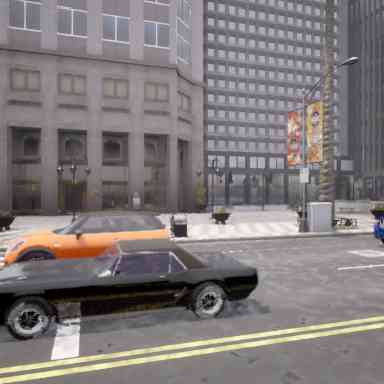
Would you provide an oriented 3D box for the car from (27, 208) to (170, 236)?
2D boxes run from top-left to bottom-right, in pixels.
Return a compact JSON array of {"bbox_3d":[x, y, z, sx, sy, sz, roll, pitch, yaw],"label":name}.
[{"bbox_3d":[-2.750,1.352,9.523,4.553,1.767,2.097,0,0,-17],"label":"car"}]

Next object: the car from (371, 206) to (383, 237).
[{"bbox_3d":[12.043,1.513,17.217,4.786,1.482,2.161,0,0,-17],"label":"car"}]

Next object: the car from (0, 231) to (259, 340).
[{"bbox_3d":[-1.256,1.601,6.318,4.718,1.301,1.895,0,0,-17],"label":"car"}]

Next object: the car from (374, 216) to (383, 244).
[{"bbox_3d":[10.183,1.222,13.425,5.566,2.045,2.150,0,0,-17],"label":"car"}]
